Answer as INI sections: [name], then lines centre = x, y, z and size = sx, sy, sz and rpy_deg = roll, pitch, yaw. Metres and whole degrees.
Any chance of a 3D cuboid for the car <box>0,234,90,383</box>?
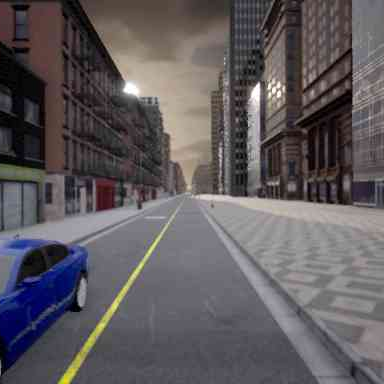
[car]
centre = -3.026, 1.498, 4.967
size = 1.882, 1.535, 5.008
rpy_deg = 0, 0, -1
